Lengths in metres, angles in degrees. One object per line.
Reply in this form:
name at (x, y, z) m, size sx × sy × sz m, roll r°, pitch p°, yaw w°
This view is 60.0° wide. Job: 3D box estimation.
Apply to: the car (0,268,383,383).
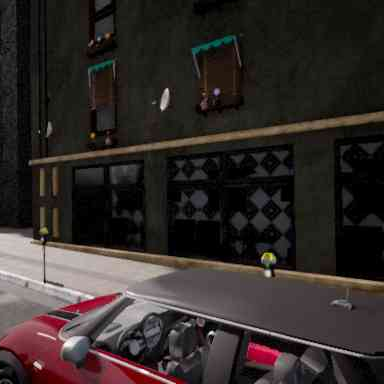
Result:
car at (-0.049, 1.438, 2.929) m, size 4.097 × 1.590 × 1.967 m, roll 0°, pitch -1°, yaw 36°
